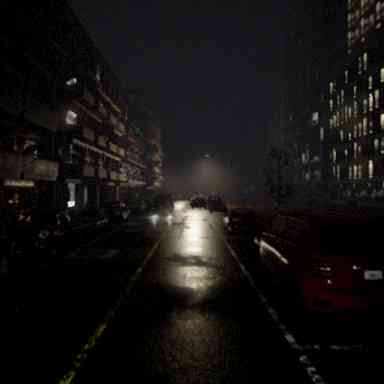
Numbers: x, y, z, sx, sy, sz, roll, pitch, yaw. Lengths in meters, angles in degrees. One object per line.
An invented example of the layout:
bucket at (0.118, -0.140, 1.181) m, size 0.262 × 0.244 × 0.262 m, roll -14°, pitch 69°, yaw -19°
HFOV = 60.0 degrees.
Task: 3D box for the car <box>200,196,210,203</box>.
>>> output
car at (2.695, 1.561, 68.105) m, size 1.802 × 1.307 × 4.206 m, roll 0°, pitch 0°, yaw 0°

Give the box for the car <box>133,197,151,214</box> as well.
car at (-5.690, 1.500, 34.776) m, size 1.752 × 1.417 × 4.829 m, roll 0°, pitch 0°, yaw 0°

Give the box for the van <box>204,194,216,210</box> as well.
van at (2.690, 1.314, 40.471) m, size 1.690 × 1.788 × 3.998 m, roll 0°, pitch 0°, yaw 0°

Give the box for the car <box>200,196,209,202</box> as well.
car at (2.695, 1.563, 73.631) m, size 1.802 × 1.307 × 4.206 m, roll 0°, pitch 0°, yaw 0°

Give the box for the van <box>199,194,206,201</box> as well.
van at (2.696, 1.330, 84.685) m, size 1.690 × 1.788 × 3.998 m, roll 0°, pitch 0°, yaw 0°

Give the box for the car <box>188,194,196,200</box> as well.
car at (0.016, 1.395, 93.116) m, size 2.128 × 1.511 × 4.902 m, roll 0°, pitch 0°, yaw 0°

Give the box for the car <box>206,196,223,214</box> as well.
car at (2.691, 1.500, 35.115) m, size 1.752 × 1.417 × 4.829 m, roll 0°, pitch 0°, yaw 0°

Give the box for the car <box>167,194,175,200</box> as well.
car at (-5.683, 1.434, 90.212) m, size 1.967 × 1.590 × 4.097 m, roll 0°, pitch 0°, yaw 0°

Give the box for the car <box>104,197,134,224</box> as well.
car at (-5.692, 1.421, 23.893) m, size 1.967 × 1.590 × 4.097 m, roll 0°, pitch 0°, yaw 0°

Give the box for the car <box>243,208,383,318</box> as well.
car at (2.686, 1.308, 7.311) m, size 2.192 × 1.841 × 5.009 m, roll 0°, pitch 0°, yaw 0°

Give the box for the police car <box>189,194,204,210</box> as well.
police car at (0.907, 1.398, 43.579) m, size 1.930 × 1.638 × 5.238 m, roll 0°, pitch 0°, yaw 0°

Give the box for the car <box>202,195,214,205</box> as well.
car at (2.693, 1.415, 57.051) m, size 1.967 × 1.590 × 4.097 m, roll 0°, pitch 0°, yaw 0°

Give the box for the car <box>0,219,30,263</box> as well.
car at (-5.694, 1.538, 7.312) m, size 1.887 × 1.381 × 4.507 m, roll 0°, pitch 0°, yaw 0°

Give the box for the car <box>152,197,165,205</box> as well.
car at (-5.687, 1.519, 57.053) m, size 1.887 × 1.381 × 4.507 m, roll 0°, pitch 0°, yaw 0°

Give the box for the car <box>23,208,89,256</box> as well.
car at (-5.693, 1.429, 12.840) m, size 1.967 × 1.590 × 4.097 m, roll 0°, pitch 0°, yaw 0°

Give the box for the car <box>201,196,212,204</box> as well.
car at (2.694, 1.502, 62.748) m, size 1.752 × 1.417 × 4.829 m, roll 0°, pitch 0°, yaw 0°

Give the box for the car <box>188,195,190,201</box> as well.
car at (0.769, 1.326, 53.483) m, size 2.097 × 1.767 × 4.553 m, roll 0°, pitch 0°, yaw 3°

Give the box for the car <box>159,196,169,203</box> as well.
car at (-5.686, 1.504, 67.937) m, size 1.752 × 1.417 × 4.829 m, roll 0°, pitch 0°, yaw 0°

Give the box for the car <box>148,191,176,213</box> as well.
car at (-3.091, 1.198, 36.529) m, size 2.150 × 2.045 × 5.566 m, roll 0°, pitch 0°, yaw 0°

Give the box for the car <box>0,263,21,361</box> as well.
car at (-3.083, 1.599, 1.934) m, size 1.895 × 1.301 × 4.718 m, roll 0°, pitch 0°, yaw 0°

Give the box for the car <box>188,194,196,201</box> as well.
car at (0.012, 1.299, 77.967) m, size 1.837 × 1.490 × 4.892 m, roll 0°, pitch 0°, yaw 0°

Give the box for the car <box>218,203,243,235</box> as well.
car at (2.688, 1.529, 18.365) m, size 1.887 × 1.381 × 4.507 m, roll 0°, pitch 0°, yaw 0°

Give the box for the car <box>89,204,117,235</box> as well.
car at (-5.692, 1.566, 18.367) m, size 1.802 × 1.307 × 4.206 m, roll 0°, pitch 0°, yaw 0°

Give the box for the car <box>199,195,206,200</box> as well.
car at (2.698, 1.519, 90.380) m, size 1.752 × 1.417 × 4.829 m, roll 0°, pitch 0°, yaw 0°

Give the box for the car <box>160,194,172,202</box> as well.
car at (-5.686, 1.297, 73.633) m, size 2.192 × 1.841 × 5.009 m, roll 0°, pitch 0°, yaw 0°

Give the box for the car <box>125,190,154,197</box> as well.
car at (-8.732, 0.639, 55.936) m, size 2.150 × 2.045 × 5.566 m, roll 3°, pitch 21°, yaw 46°
